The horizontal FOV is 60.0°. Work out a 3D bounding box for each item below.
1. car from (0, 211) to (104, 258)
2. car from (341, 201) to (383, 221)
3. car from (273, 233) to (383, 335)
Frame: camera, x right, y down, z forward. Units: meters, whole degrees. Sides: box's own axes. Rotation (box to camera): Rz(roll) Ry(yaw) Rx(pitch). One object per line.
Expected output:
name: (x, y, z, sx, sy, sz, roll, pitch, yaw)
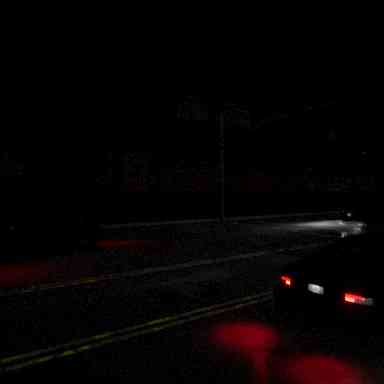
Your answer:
car: (-5.881, 1.505, 12.694, 4.892, 1.490, 1.837, 0, 0, -35)
car: (14.020, 1.491, 26.886, 4.902, 1.511, 2.128, 0, 0, -36)
car: (3.967, 1.547, 6.600, 5.357, 1.411, 2.033, 0, 0, -35)
